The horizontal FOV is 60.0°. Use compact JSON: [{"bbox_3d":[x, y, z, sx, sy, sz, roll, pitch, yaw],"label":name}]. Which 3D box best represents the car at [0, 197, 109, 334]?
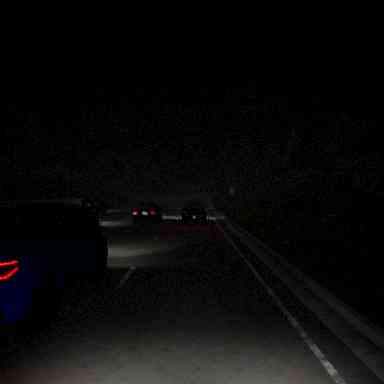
[{"bbox_3d":[-3.394,1.219,6.882,2.150,2.045,5.566,0,0,0],"label":"car"}]

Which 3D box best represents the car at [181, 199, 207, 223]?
[{"bbox_3d":[0.146,1.521,25.049,1.812,1.442,4.674,0,0,0],"label":"car"}]

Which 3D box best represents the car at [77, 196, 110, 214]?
[{"bbox_3d":[-10.331,1.341,35.192,2.097,1.767,4.553,0,0,0],"label":"car"}]

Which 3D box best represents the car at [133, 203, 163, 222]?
[{"bbox_3d":[-3.350,1.541,25.875,2.033,1.411,5.357,0,0,0],"label":"car"}]

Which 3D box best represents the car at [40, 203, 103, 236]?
[{"bbox_3d":[-6.862,1.471,19.532,1.882,1.535,5.008,0,0,0],"label":"car"}]
